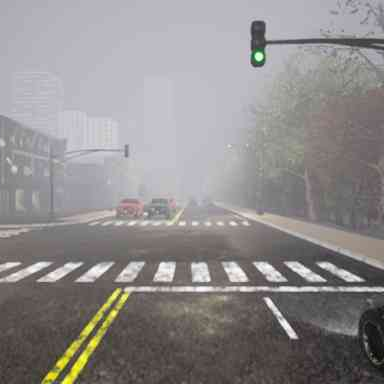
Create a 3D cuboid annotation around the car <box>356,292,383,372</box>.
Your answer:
[{"bbox_3d":[3.351,1.603,3.097,1.994,1.385,4.181,0,-1,0],"label":"car"}]

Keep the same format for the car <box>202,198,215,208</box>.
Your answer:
[{"bbox_3d":[3.380,2.372,65.076,1.895,1.301,4.718,0,-1,0],"label":"car"}]

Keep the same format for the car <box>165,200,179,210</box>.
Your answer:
[{"bbox_3d":[-3.319,2.140,55.840,1.882,1.535,5.008,0,-1,1],"label":"car"}]

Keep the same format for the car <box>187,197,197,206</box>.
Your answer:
[{"bbox_3d":[0.035,2.127,76.311,2.150,2.045,5.566,0,-1,0],"label":"car"}]

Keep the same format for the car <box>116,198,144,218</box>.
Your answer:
[{"bbox_3d":[-6.584,1.647,35.577,2.150,2.045,5.566,0,-1,0],"label":"car"}]

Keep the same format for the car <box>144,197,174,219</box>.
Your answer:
[{"bbox_3d":[-3.336,1.637,34.826,2.150,2.045,5.566,0,-1,0],"label":"car"}]

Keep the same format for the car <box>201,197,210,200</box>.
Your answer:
[{"bbox_3d":[3.284,2.112,75.060,2.150,2.045,5.566,0,-1,0],"label":"car"}]

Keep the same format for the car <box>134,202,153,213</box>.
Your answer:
[{"bbox_3d":[-6.566,2.107,45.665,1.994,1.385,4.181,0,-1,1],"label":"car"}]

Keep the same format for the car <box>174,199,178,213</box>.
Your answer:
[{"bbox_3d":[-3.319,1.760,45.302,2.150,2.045,5.566,0,-1,1],"label":"car"}]

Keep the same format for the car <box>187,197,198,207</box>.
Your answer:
[{"bbox_3d":[0.131,2.261,66.115,1.882,1.535,5.008,0,-1,0],"label":"car"}]
